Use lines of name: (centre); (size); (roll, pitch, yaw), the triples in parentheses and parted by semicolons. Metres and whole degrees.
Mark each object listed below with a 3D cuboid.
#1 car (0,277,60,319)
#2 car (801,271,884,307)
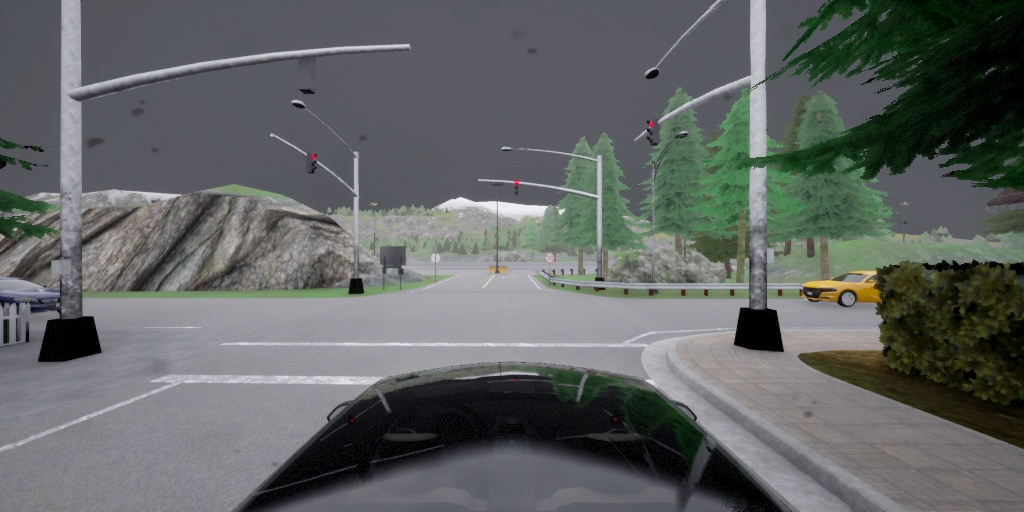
car: (-18.279, 1.467, 12.677); (4.674, 1.442, 1.812); (0, 0, 0)
car: (15.954, 1.419, 16.193); (5.008, 1.535, 1.882); (0, 0, 0)
